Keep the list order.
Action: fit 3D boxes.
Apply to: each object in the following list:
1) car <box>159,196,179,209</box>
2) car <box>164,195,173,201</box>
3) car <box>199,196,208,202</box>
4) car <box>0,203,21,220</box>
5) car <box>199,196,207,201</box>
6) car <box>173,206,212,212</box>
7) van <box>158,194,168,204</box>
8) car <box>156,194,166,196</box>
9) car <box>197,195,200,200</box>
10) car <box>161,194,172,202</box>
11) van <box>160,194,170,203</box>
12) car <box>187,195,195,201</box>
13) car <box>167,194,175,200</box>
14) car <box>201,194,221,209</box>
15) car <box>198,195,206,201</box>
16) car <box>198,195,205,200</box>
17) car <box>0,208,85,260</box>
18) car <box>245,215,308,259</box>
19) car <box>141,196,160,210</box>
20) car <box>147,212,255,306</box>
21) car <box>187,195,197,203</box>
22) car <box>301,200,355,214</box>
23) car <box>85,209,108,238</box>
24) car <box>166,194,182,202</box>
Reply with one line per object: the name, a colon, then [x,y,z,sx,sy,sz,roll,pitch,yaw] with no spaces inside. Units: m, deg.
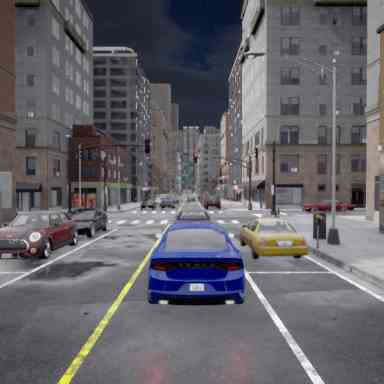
car: [-3.193,1.582,45.346,2.033,1.411,5.357,0,0,0]
car: [-5.858,1.505,83.700,1.967,1.590,4.097,-1,0,0]
car: [2.688,1.587,78.303,1.752,1.417,4.829,-1,0,0]
car: [-17.770,1.745,29.515,4.181,1.385,1.994,0,1,0]
car: [2.678,1.631,83.718,1.947,1.339,4.313,-1,0,0]
car: [0.063,1.605,17.515,1.895,1.301,4.718,0,0,0]
van: [-5.823,1.396,66.943,1.690,1.788,3.998,-1,0,0]
car: [-5.797,1.571,55.601,1.752,1.417,4.829,-1,0,0]
car: [2.707,1.370,66.961,2.192,1.841,5.009,-1,0,0]
car: [-5.847,1.377,78.115,2.192,1.841,5.009,-1,0,0]
van: [-5.835,1.400,72.529,1.690,1.788,3.998,-1,0,0]
car: [-0.182,1.534,84.497,1.895,1.301,4.718,0,0,0]
car: [-5.882,1.510,94.871,1.967,1.590,4.097,-1,0,0]
car: [2.750,1.349,44.617,2.192,1.841,5.009,-1,0,0]
car: [2.668,1.633,89.304,1.947,1.339,4.313,-1,0,0]
car: [2.657,1.621,94.890,2.008,1.369,4.403,-1,0,0]
car: [-5.704,1.441,12.230,1.967,1.590,4.097,-1,0,0]
car: [2.821,1.527,12.419,1.752,1.417,4.829,-1,0,0]
car: [-5.773,1.600,44.599,1.947,1.339,4.313,-1,0,0]
car: [0.079,1.478,8.152,1.882,1.535,5.008,0,0,0]
car: [-0.159,1.577,74.045,2.128,1.511,4.902,0,0,0]
car: [13.336,1.456,32.884,4.718,1.301,1.895,-1,1,-1]
car: [-5.715,1.570,17.726,1.947,1.339,4.313,-1,0,0]
car: [-3.203,1.551,58.533,1.837,1.490,4.892,0,1,0]
